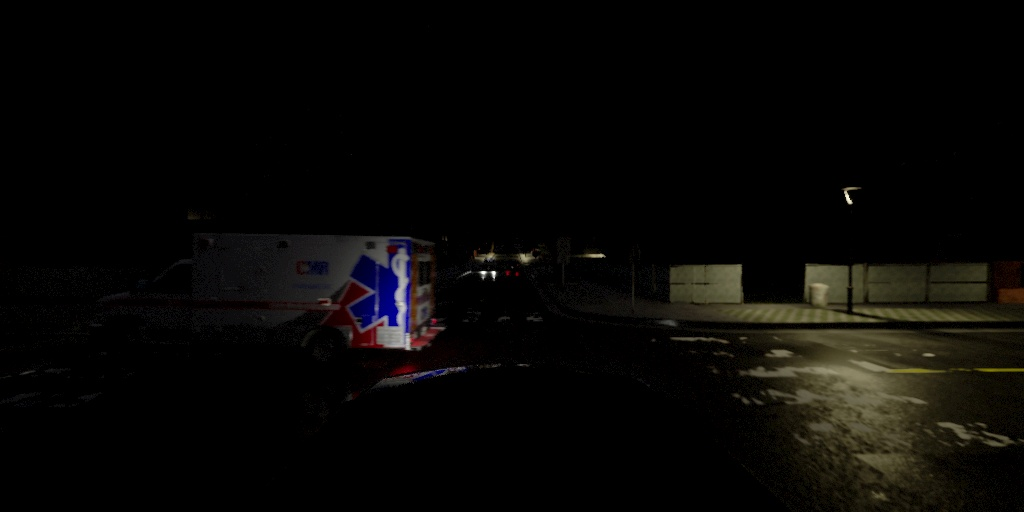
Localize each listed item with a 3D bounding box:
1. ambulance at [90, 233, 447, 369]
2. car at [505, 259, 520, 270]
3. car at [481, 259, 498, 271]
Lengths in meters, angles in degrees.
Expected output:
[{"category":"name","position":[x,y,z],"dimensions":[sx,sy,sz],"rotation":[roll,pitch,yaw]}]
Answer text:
[{"category":"ambulance","position":[-4.720,0.816,7.525],"dimensions":[6.366,2.431,2.351],"rotation":[1,0,0]},{"category":"car","position":[0.047,1.070,45.637],"dimensions":[1.895,1.301,4.718],"rotation":[0,1,0]},{"category":"car","position":[-2.716,1.039,44.150],"dimensions":[2.033,1.411,5.357],"rotation":[0,1,0]}]
